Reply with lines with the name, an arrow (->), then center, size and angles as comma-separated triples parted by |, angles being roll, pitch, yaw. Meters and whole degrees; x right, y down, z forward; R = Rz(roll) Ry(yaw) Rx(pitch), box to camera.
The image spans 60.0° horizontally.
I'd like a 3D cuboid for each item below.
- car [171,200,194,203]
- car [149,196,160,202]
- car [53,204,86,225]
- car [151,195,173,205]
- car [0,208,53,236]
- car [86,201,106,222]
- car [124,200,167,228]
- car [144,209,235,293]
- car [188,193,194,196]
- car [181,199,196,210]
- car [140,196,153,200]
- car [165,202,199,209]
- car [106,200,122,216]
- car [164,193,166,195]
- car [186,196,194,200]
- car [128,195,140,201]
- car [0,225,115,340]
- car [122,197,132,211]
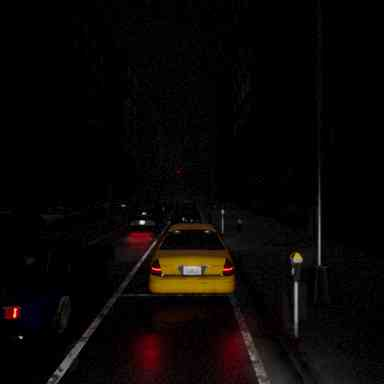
car -> -0.383, 1.565, 26.185 | 1.947, 1.339, 4.313 | 0, 0, 0
car -> -8.408, 1.520, 74.308 | 2.008, 1.369, 4.403 | 0, 0, 0
car -> -8.408, 1.525, 20.611 | 1.752, 1.417, 4.829 | 0, 0, 0
car -> -3.021, 1.471, 37.170 | 1.882, 1.535, 5.008 | 0, 0, 0
car -> -8.408, 1.566, 15.368 | 1.947, 1.339, 4.313 | 0, 0, 0
car -> -8.408, 1.581, 26.194 | 1.802, 1.307, 4.206 | 0, 0, 0
car -> -2.923, 1.506, 21.960 | 1.837, 1.490, 4.892 | 0, 1, 0
car -> 0.004, 1.457, 8.840 | 1.801, 1.575, 5.366 | 0, 0, 0
car -> -0.382, 1.395, 90.663 | 1.967, 1.590, 4.097 | 0, 0, 0
car -> -0.383, 1.572, 42.423 | 1.802, 1.307, 4.206 | 0, 0, 0
car -> -5.773, 1.534, 48.065 | 2.033, 1.411, 5.357 | 0, 0, 0
car -> -0.383, 1.565, 20.772 | 1.947, 1.339, 4.313 | 0, 0, 0
car -> -8.408, 1.548, 31.607 | 2.008, 1.369, 4.403 | 0, 0, 0
car -> -8.408, 1.486, 85.046 | 1.752, 1.417, 4.829 | 0, 0, 0
car -> -0.383, 1.519, 37.181 | 1.752, 1.417, 4.829 | 0, 0, 0
car -> -8.408, 1.302, 47.845 | 2.192, 1.841, 5.009 | 0, 0, 0
car -> -2.920, 1.601, 6.586 | 1.895, 1.301, 4.718 | 0, 0, 0
car -> -8.408, 1.545, 37.020 | 2.008, 1.369, 4.403 | 0, 0, 0
